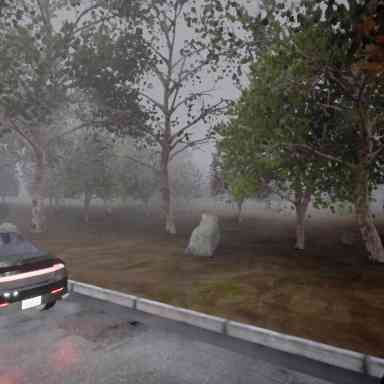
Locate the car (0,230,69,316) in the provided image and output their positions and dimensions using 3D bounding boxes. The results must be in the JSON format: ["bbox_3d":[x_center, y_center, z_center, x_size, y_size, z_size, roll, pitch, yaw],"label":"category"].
[{"bbox_3d":[-4.455,1.501,6.559,4.902,1.511,2.128,0,0,36],"label":"car"}]

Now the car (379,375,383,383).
[{"bbox_3d":[3.276,1.490,1.041,4.902,1.511,2.128,0,0,36],"label":"car"}]
